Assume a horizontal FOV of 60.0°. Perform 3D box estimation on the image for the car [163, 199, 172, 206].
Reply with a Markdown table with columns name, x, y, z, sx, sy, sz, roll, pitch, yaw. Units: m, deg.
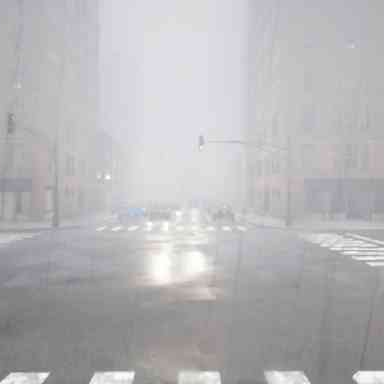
| name | x | y | z | sx | sy | sz | roll | pitch | yaw |
| --- | --- | --- | --- | --- | --- | --- | --- | --- | --- |
| car | -5.531 | 2.392 | 75.985 | 1.752 | 1.417 | 4.829 | 0 | -1 | 0 |

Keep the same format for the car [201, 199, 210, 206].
| name | x | y | z | sx | sy | sz | roll | pitch | yaw |
| --- | --- | --- | --- | --- | --- | --- | --- | --- | --- |
| car | 2.995 | 2.308 | 76.130 | 1.967 | 1.590 | 4.097 | 0 | -1 | 0 |

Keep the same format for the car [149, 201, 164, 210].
| name | x | y | z | sx | sy | sz | roll | pitch | yaw |
| --- | --- | --- | --- | --- | --- | --- | --- | --- | --- |
| car | -5.627 | 2.181 | 53.483 | 1.947 | 1.339 | 4.313 | 0 | -1 | 0 |

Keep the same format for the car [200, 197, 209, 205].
| name | x | y | z | sx | sy | sz | roll | pitch | yaw |
| --- | --- | --- | --- | --- | --- | --- | --- | --- | --- |
| car | 3.018 | 2.246 | 81.800 | 2.192 | 1.841 | 5.009 | 0 | -1 | 0 |

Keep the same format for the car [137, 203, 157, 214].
| name | x | y | z | sx | sy | sz | roll | pitch | yaw |
| --- | --- | --- | --- | --- | --- | --- | --- | --- | --- |
| car | -5.674 | 2.052 | 42.148 | 1.947 | 1.339 | 4.313 | 0 | -1 | 0 |

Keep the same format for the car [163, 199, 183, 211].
| name | x | y | z | sx | sy | sz | roll | pitch | yaw |
| --- | --- | --- | --- | --- | --- | --- | --- | --- | --- |
| car | -2.832 | 2.176 | 49.981 | 1.895 | 1.301 | 4.718 | 0 | -1 | 1 |

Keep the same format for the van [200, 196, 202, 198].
| name | x | y | z | sx | sy | sz | roll | pitch | yaw |
| --- | --- | --- | --- | --- | --- | --- | --- | --- | --- |
| van | 2.971 | 2.147 | 70.462 | 1.690 | 1.788 | 3.998 | 0 | -1 | 0 |

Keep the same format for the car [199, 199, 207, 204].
| name | x | y | z | sx | sy | sz | roll | pitch | yaw |
| --- | --- | --- | --- | --- | --- | --- | --- | --- | --- |
| car | 3.066 | 2.621 | 93.136 | 1.947 | 1.339 | 4.313 | 0 | -1 | 0 |

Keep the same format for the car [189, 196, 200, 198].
| name | x | y | z | sx | sy | sz | roll | pitch | yaw |
| --- | --- | --- | --- | --- | --- | --- | --- | --- | --- |
| car | 0.307 | 1.871 | 71.218 | 2.150 | 2.045 | 5.566 | 0 | -1 | 0 |

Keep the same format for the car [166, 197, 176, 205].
| name | x | y | z | sx | sy | sz | roll | pitch | yaw |
| --- | --- | --- | --- | --- | --- | --- | --- | --- | --- |
| car | -5.483 | 2.308 | 87.494 | 2.192 | 1.841 | 5.009 | 0 | -1 | 0 |

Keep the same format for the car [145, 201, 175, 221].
| name | x | y | z | sx | sy | sz | roll | pitch | yaw |
| --- | --- | --- | --- | --- | --- | --- | --- | --- | --- |
| car | -2.951 | 1.870 | 31.642 | 1.837 | 1.490 | 4.892 | 0 | -1 | 0 |

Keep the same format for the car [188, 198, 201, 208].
| name | x | y | z | sx | sy | sz | roll | pitch | yaw |
| --- | --- | --- | --- | --- | --- | --- | --- | --- | --- |
| car | 0.265 | 2.266 | 61.180 | 1.994 | 1.385 | 4.181 | 0 | -1 | 0 |

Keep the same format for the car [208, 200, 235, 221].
| name | x | y | z | sx | sy | sz | roll | pitch | yaw |
| --- | --- | --- | --- | --- | --- | --- | --- | --- | --- |
| car | 2.804 | 1.795 | 30.779 | 1.967 | 1.590 | 4.097 | 0 | -1 | 0 |

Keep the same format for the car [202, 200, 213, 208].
| name | x | y | z | sx | sy | sz | roll | pitch | yaw |
| --- | --- | --- | --- | --- | --- | --- | --- | --- | --- |
| car | 2.947 | 2.293 | 64.791 | 2.008 | 1.369 | 4.403 | 0 | -1 | 0 |

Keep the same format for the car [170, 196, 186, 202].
| name | x | y | z | sx | sy | sz | roll | pitch | yaw |
| --- | --- | --- | --- | --- | --- | --- | --- | --- | --- |
| car | -2.718 | 1.719 | 65.400 | 2.097 | 1.767 | 4.553 | 0 | -1 | 0 |

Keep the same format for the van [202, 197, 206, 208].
| name | x | y | z | sx | sy | sz | roll | pitch | yaw |
| --- | --- | --- | --- | --- | --- | --- | --- | --- | --- |
| van | 2.899 | 1.956 | 53.456 | 1.690 | 1.788 | 3.998 | 0 | -1 | 0 |

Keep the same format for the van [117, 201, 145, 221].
| name | x | y | z | sx | sy | sz | roll | pitch | yaw |
| --- | --- | --- | --- | --- | --- | --- | --- | --- | --- |
| van | -5.722 | 1.697 | 30.814 | 1.690 | 1.788 | 3.998 | 0 | -1 | 0 |

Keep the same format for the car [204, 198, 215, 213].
| name | x | y | z | sx | sy | sz | roll | pitch | yaw |
| --- | --- | --- | --- | --- | --- | --- | --- | --- | --- |
| car | 2.851 | 1.926 | 42.117 | 1.967 | 1.590 | 4.097 | 0 | -1 | 0 |
